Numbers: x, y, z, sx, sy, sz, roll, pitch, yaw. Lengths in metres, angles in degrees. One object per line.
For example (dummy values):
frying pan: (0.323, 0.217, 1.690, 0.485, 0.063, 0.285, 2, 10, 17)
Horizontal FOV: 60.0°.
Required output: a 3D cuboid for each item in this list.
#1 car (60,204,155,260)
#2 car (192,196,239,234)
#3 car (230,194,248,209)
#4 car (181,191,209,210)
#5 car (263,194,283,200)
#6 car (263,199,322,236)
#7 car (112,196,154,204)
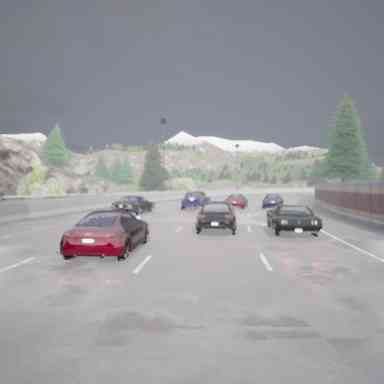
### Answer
car: (-2.779, 1.313, 11.422, 1.994, 1.385, 4.181, 0, 1, 5)
car: (1.281, 1.164, 16.614, 1.812, 1.442, 4.674, 0, 1, 7)
car: (4.393, 0.855, 32.745, 1.994, 1.385, 4.181, 0, 1, 14)
car: (0.486, 0.669, 31.452, 2.097, 1.767, 4.553, 0, 1, 13)
car: (8.049, 0.853, 32.920, 1.994, 1.385, 4.181, 0, 1, 15)
car: (4.715, 1.254, 15.986, 1.895, 1.301, 4.718, 0, 1, 7)
car: (-4.432, 0.993, 25.438, 2.033, 1.411, 5.357, 0, 1, 11)
